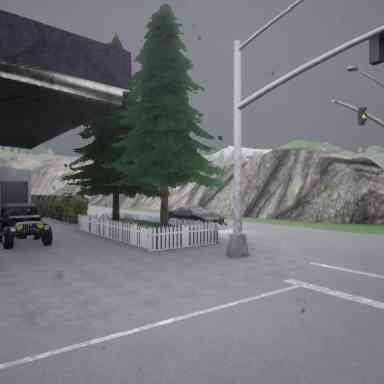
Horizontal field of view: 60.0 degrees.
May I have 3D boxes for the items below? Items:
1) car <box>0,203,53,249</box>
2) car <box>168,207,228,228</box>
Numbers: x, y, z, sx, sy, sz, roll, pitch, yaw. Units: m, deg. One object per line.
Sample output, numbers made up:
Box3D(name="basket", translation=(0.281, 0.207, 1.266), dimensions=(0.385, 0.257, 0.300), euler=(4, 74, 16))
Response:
Box3D(name="car", translation=(-8.041, 1.505, 15.808), dimensions=(1.905, 1.878, 3.866), euler=(0, 0, -37))
Box3D(name="car", translation=(0.128, 1.739, 23.328), dimensions=(2.033, 1.411, 5.357), euler=(0, 0, -36))
